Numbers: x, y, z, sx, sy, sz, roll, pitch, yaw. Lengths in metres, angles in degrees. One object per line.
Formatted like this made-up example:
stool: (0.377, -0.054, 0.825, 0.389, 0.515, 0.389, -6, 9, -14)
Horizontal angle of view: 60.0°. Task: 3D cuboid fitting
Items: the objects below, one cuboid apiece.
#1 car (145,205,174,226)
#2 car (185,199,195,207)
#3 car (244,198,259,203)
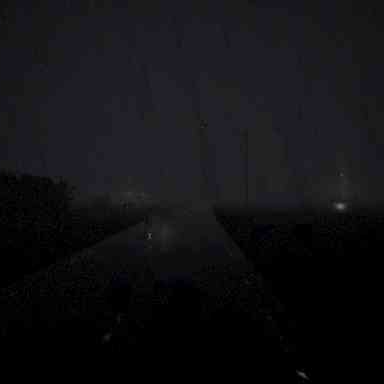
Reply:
car: (-2.469, 1.759, 26.175, 2.128, 1.511, 4.902, 0, -1, 2)
car: (-0.421, 2.207, 67.591, 1.812, 1.442, 4.674, 0, -1, 4)
car: (16.882, 2.346, 93.299, 4.674, 1.442, 1.812, 0, -1, 3)
